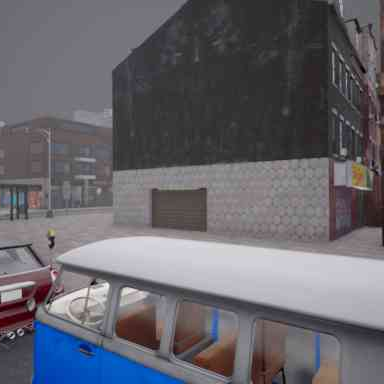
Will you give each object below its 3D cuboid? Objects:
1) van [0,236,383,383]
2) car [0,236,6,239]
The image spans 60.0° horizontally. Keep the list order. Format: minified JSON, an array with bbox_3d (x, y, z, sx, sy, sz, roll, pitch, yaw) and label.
[{"bbox_3d":[0.402,1.341,2.527,3.998,1.788,1.690,0,0,35],"label":"van"},{"bbox_3d":[-4.043,1.441,5.659,4.097,1.590,1.967,0,0,35],"label":"car"}]
